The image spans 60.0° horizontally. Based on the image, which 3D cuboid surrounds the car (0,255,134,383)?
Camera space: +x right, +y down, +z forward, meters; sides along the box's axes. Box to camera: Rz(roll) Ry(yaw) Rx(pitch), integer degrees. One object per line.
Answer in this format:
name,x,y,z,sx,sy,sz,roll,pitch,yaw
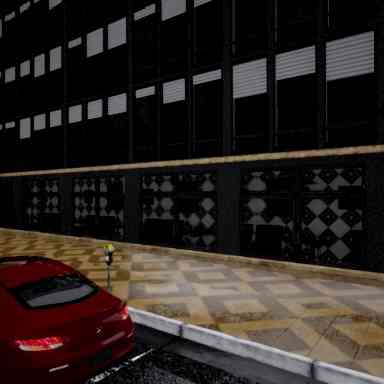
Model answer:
car,-2.644,1.582,4.713,4.206,1.307,1.802,0,0,35
